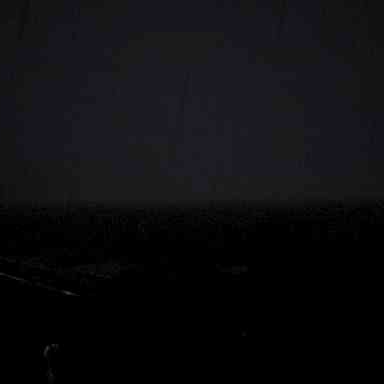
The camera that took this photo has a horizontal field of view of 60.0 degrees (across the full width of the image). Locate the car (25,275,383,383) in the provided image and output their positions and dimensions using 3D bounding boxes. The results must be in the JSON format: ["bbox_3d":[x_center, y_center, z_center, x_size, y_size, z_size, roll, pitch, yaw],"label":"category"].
[{"bbox_3d":[0.261,1.620,3.519,4.718,1.301,1.895,-1,0,36],"label":"car"}]
